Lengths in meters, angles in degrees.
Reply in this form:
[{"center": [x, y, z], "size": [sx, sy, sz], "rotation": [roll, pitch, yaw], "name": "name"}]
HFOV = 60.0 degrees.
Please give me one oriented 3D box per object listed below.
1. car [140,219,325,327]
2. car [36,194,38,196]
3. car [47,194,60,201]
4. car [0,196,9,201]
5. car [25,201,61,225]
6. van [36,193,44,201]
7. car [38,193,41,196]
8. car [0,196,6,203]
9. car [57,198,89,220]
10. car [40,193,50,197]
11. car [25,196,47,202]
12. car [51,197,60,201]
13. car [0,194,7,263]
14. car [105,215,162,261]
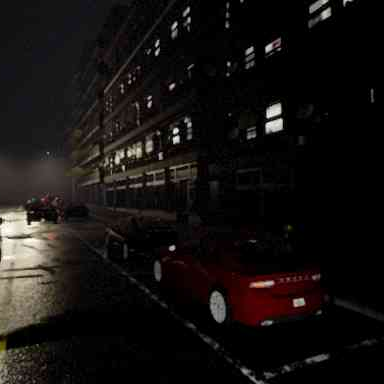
[{"center": [0.593, 1.505, 6.953], "size": [1.887, 1.381, 4.507], "rotation": [1, 0, -27], "name": "car"}, {"center": [-29.498, 1.483, 66.113], "size": [1.802, 1.307, 4.206], "rotation": [1, 0, -27], "name": "car"}, {"center": [-14.428, 1.342, 36.544], "size": [1.967, 1.590, 4.097], "rotation": [1, 0, -27], "name": "car"}, {"center": [-46.539, 1.571, 82.334], "size": [1.802, 1.307, 4.206], "rotation": [1, -1, -27], "name": "car"}, {"center": [-10.726, 1.533, 23.698], "size": [1.895, 1.301, 4.718], "rotation": [0, 0, -27], "name": "car"}, {"center": [-37.011, 1.268, 80.910], "size": [1.690, 1.788, 3.998], "rotation": [1, -1, -27], "name": "van"}, {"center": [-24.486, 1.334, 56.251], "size": [1.967, 1.590, 4.097], "rotation": [1, 0, -27], "name": "car"}, {"center": [-39.023, 1.502, 67.540], "size": [1.887, 1.381, 4.507], "rotation": [1, -1, -27], "name": "car"}, {"center": [-9.426, 1.459, 26.678], "size": [1.887, 1.381, 4.507], "rotation": [1, 0, -27], "name": "car"}, {"center": [-19.473, 1.209, 46.388], "size": [2.192, 1.841, 5.009], "rotation": [1, 0, -27], "name": "car"}, {"center": [-18.363, 1.478, 38.756], "size": [1.994, 1.385, 4.181], "rotation": [0, 0, -27], "name": "car"}, {"center": [-11.931, 1.452, 31.608], "size": [1.887, 1.381, 4.507], "rotation": [1, 0, -27], "name": "car"}, {"center": [-6.236, 1.204, 8.616], "size": [2.150, 2.045, 5.566], "rotation": [0, 0, -27], "name": "car"}, {"center": [-1.912, 1.497, 11.885], "size": [2.008, 1.369, 4.403], "rotation": [1, 0, -27], "name": "car"}]
